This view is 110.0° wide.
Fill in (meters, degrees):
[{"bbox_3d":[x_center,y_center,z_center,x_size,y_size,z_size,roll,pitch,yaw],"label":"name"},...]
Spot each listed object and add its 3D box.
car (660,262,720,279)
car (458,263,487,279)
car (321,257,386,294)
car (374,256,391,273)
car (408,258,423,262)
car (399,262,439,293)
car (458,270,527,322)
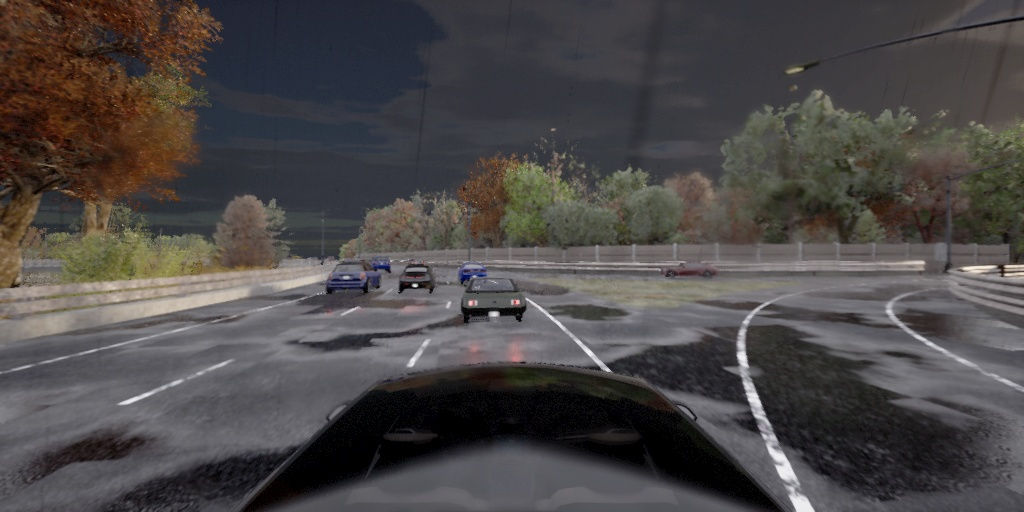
[{"bbox_3d":[15.465,1.225,31.312,4.674,1.442,1.812,0,0,17],"label":"car"},{"bbox_3d":[-3.004,1.237,26.906,1.882,1.535,5.008,0,0,-11],"label":"car"},{"bbox_3d":[-8.928,1.131,20.623,2.097,1.767,4.553,0,0,-10],"label":"car"},{"bbox_3d":[-16.685,1.025,45.282,2.150,2.045,5.566,0,0,-25],"label":"car"},{"bbox_3d":[-11.119,1.277,41.079,2.128,1.511,4.902,0,0,-21],"label":"car"},{"bbox_3d":[-5.421,1.272,20.966,1.837,1.490,4.892,0,0,-9],"label":"car"},{"bbox_3d":[-0.728,1.353,12.349,1.895,1.301,4.718,0,0,-6],"label":"car"}]
